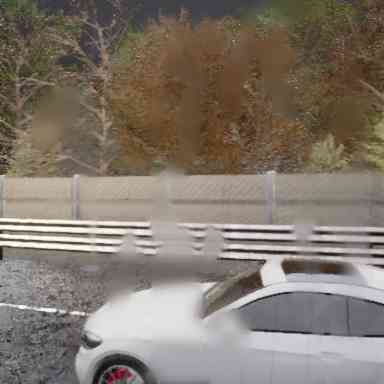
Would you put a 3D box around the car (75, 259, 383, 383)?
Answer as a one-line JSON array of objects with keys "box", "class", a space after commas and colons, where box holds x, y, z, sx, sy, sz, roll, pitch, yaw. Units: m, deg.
[{"box": [1.072, 1.506, 3.607, 4.674, 1.442, 1.812, 0, 0, 14], "class": "car"}]
